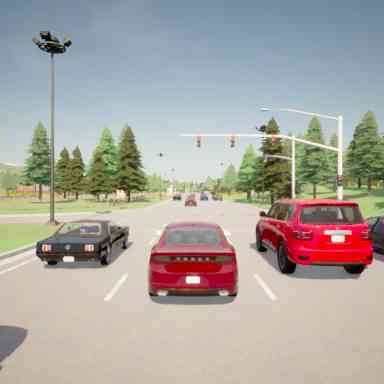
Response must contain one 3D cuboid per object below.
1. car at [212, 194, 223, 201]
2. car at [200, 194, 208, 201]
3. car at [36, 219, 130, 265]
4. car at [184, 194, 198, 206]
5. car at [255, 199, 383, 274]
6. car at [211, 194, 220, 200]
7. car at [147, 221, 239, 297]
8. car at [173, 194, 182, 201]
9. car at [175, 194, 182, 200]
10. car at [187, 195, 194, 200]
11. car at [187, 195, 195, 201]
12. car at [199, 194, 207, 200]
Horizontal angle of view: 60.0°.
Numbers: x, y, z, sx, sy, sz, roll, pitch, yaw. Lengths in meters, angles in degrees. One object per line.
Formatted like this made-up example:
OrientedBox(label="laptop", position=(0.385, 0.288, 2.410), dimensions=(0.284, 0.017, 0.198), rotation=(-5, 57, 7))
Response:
OrientedBox(label="car", position=(6.682, 1.515, 83.889), dimensions=(2.128, 1.511, 4.902), rotation=(0, 0, 0))
OrientedBox(label="car", position=(3.180, 1.515, 84.293), dimensions=(1.812, 1.442, 4.674), rotation=(0, 0, 0))
OrientedBox(label="car", position=(-3.463, 1.601, 11.582), dimensions=(1.895, 1.301, 4.718), rotation=(0, 0, 0))
OrientedBox(label="car", position=(-0.201, 1.524, 53.250), dimensions=(1.812, 1.442, 4.674), rotation=(0, 0, 0))
OrientedBox(label="car", position=(3.533, 1.221, 10.698), dimensions=(2.150, 2.045, 5.566), rotation=(0, 0, 0))
OrientedBox(label="car", position=(6.642, 1.370, 94.309), dimensions=(2.033, 1.411, 5.357), rotation=(0, 0, 0))
OrientedBox(label="car", position=(0.030, 1.477, 8.648), dimensions=(1.882, 1.535, 5.008), rotation=(0, 0, 0))
OrientedBox(label="car", position=(-3.818, 1.468, 83.849), dimensions=(1.882, 1.535, 5.008), rotation=(0, 0, 0))
OrientedBox(label="car", position=(-3.858, 1.308, 94.269), dimensions=(1.882, 1.535, 5.008), rotation=(0, 0, 0))
OrientedBox(label="car", position=(-0.358, 1.426, 94.313), dimensions=(1.895, 1.301, 4.718), rotation=(0, 0, 0))
OrientedBox(label="car", position=(-0.318, 1.468, 83.863), dimensions=(1.882, 1.535, 5.008), rotation=(0, 0, 0))
OrientedBox(label="car", position=(3.142, 1.356, 94.296), dimensions=(2.128, 1.511, 4.902), rotation=(0, 0, 0))
